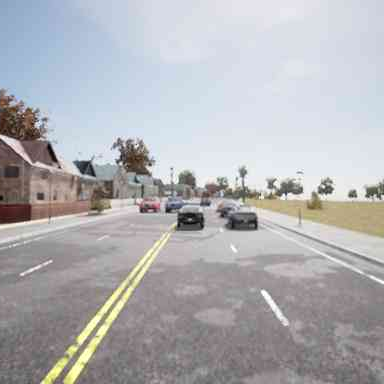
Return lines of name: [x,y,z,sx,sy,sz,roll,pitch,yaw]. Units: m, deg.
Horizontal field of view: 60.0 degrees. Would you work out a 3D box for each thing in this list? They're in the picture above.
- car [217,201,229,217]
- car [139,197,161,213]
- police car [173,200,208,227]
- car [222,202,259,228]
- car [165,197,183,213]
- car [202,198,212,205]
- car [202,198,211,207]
car: [3.949,1.843,35.012,1.837,1.490,4.892,0,-1,2]
car: [-5.496,1.661,44.103,2.150,2.045,5.566,0,-1,3]
police car: [0.031,1.665,24.853,1.930,1.638,5.238,0,0,3]
car: [3.584,1.723,24.075,2.128,1.511,4.902,0,-1,2]
car: [-2.253,1.655,43.863,2.150,2.045,5.566,0,-1,3]
car: [3.634,2.330,80.704,2.128,1.511,4.902,0,-1,5]
car: [2.691,2.029,67.637,2.097,1.767,4.553,0,0,2]
